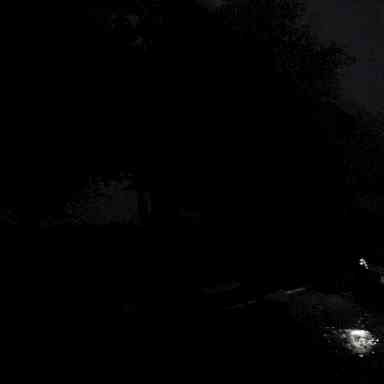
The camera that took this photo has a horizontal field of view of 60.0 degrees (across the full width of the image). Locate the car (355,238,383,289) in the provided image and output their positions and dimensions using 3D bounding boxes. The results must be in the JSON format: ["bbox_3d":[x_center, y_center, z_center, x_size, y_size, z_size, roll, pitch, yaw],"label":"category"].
[{"bbox_3d":[5.928,1.590,8.141,4.674,1.442,1.812,1,0,-35],"label":"car"}]
